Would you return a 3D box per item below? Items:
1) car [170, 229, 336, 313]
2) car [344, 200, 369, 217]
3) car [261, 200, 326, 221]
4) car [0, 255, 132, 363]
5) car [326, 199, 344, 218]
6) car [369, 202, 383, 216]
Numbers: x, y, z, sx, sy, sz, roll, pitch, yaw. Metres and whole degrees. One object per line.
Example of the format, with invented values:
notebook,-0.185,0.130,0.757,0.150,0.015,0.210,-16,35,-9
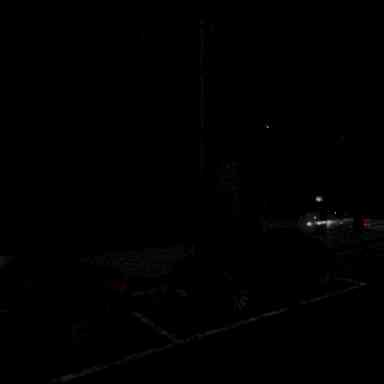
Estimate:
car,1.560,1.564,7.648,4.313,1.339,1.947,0,0,-35
car,13.273,1.465,30.867,1.837,1.490,4.892,0,0,-36
car,7.684,1.526,27.153,2.033,1.411,5.357,0,0,-36
car,-2.878,1.582,4.482,4.206,1.307,1.802,0,0,-35
car,10.266,1.474,29.130,1.837,1.490,4.892,0,0,-36
car,16.924,1.556,31.380,1.895,1.301,4.718,0,0,-36
